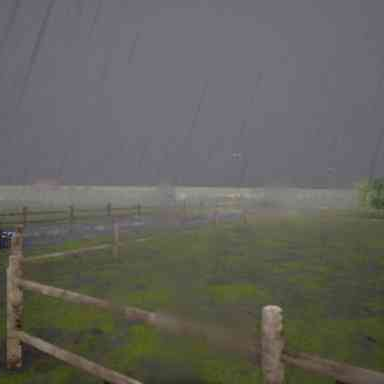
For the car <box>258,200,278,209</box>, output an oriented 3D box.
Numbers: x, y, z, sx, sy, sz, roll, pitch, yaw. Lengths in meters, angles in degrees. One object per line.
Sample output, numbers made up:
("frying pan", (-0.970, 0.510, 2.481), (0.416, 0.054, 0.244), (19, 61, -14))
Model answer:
("car", (11.811, 1.948, 51.606), (1.994, 1.385, 4.181), (1, 0, 35))
